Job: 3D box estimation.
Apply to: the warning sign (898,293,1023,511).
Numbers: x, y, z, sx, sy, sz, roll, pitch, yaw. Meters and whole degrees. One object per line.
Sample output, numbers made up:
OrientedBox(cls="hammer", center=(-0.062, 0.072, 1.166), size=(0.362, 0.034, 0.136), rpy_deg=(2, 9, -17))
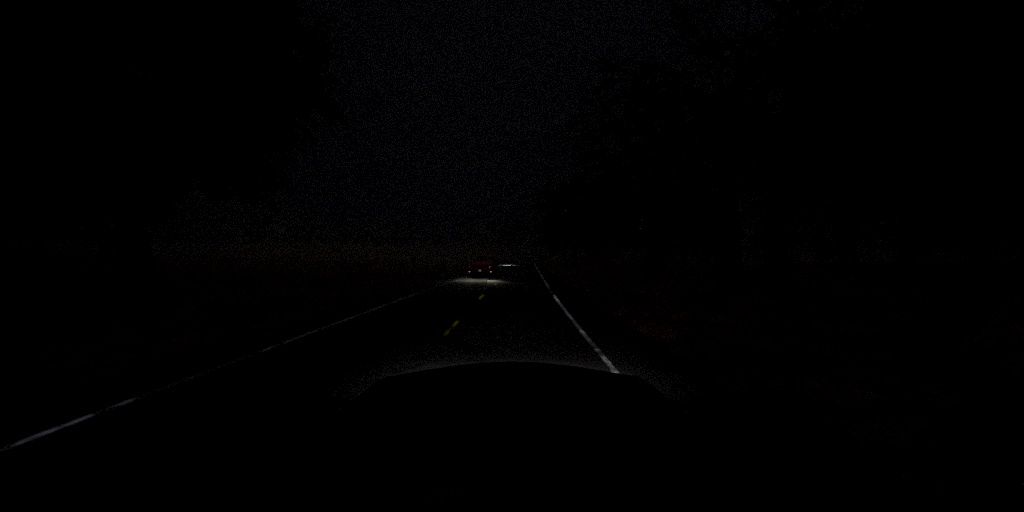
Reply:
OrientedBox(cls="warning sign", center=(3.545, 0.867, 2.360), size=(1.300, 1.860, 1.060), rpy_deg=(0, 0, 0))

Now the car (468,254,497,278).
OrientedBox(cls="car", center=(-2.580, 0.868, 32.986), size=(2.150, 2.045, 5.566), rpy_deg=(0, 0, 3))
